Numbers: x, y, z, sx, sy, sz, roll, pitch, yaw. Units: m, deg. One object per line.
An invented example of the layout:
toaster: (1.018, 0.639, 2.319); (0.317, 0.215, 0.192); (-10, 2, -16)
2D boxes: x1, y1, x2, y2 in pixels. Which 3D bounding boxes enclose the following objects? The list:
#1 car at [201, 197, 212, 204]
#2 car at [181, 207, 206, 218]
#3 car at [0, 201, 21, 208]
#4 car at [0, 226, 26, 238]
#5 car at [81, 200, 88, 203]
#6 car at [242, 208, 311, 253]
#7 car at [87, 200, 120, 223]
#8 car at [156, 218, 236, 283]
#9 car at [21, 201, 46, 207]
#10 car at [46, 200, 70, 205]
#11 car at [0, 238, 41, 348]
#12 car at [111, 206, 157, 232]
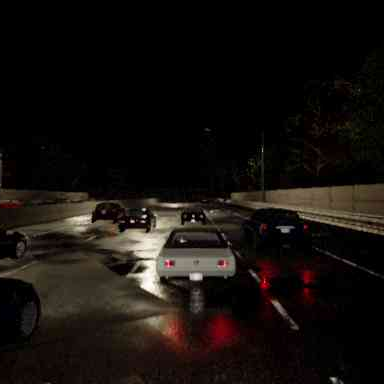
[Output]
car: (3.459, 2.485, 89.322); (2.128, 1.511, 4.902); (0, -1, 0)
car: (0.091, 1.869, 27.046); (1.895, 1.301, 4.718); (0, -1, 0)
car: (-28.066, 2.112, 51.212); (1.895, 1.301, 4.718); (0, -1, 1)
car: (-6.905, 1.605, 10.158); (1.837, 1.490, 4.892); (0, -1, 0)
car: (-17.561, 2.110, 55.923); (2.033, 1.411, 5.357); (0, -1, 1)
car: (3.494, 1.495, 14.585); (2.097, 1.767, 4.553); (0, -1, 0)
car: (-6.913, 1.630, 28.154); (2.097, 1.767, 4.553); (0, -1, 0)
car: (0.099, 1.699, 9.928); (1.895, 1.301, 4.718); (0, -1, 0)
car: (-24.577, 2.088, 52.505); (1.994, 1.385, 4.181); (0, -1, 1)
car: (-21.071, 2.037, 53.329); (1.837, 1.490, 4.892); (0, 0, 0)
car: (-3.401, 1.561, 3.565); (1.812, 1.442, 4.674); (0, -1, 0)
car: (-3.410, 1.760, 21.513); (2.033, 1.411, 5.357); (0, -1, 0)
